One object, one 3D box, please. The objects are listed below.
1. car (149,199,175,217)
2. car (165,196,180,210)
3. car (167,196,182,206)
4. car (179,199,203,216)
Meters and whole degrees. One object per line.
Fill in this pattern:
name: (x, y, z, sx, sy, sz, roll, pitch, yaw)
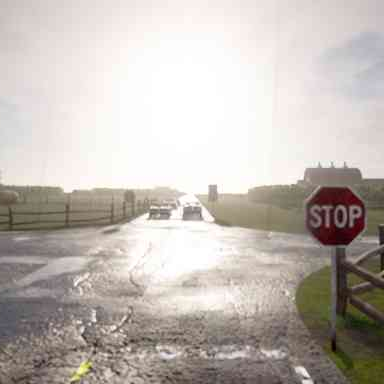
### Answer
car: (-2.899, 1.611, 31.098, 1.895, 1.301, 4.718, 0, 0, 0)
car: (-2.922, 1.524, 44.179, 1.837, 1.490, 4.892, 0, 0, 0)
car: (-2.925, 1.517, 56.263, 2.128, 1.511, 4.902, 0, 0, 0)
car: (0.044, 1.558, 32.136, 2.033, 1.411, 5.357, 0, 0, 0)
